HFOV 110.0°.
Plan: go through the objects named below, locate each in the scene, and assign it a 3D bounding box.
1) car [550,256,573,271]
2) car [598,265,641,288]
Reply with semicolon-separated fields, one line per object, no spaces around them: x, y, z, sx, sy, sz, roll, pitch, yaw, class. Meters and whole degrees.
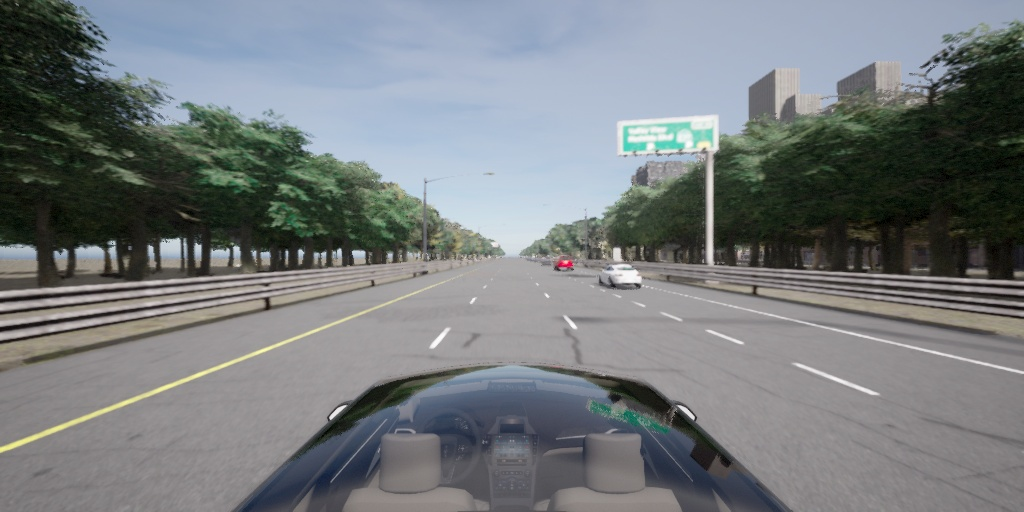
7.048;0.976;49.614;2.150;2.045;5.566;0;0;0;car
7.020;1.278;23.601;1.812;1.442;4.674;0;0;0;car
